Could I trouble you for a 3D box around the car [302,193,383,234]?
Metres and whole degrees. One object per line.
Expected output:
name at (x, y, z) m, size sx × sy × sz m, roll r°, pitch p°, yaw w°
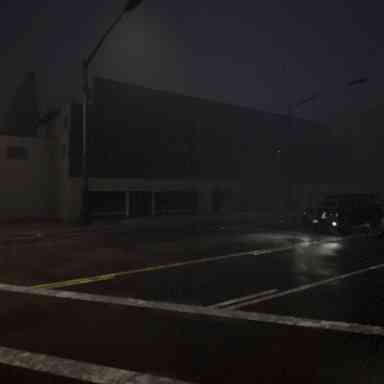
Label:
car at (8.592, 1.105, 18.738) m, size 5.566 × 2.045 × 2.150 m, roll -1°, pitch 1°, yaw -36°
